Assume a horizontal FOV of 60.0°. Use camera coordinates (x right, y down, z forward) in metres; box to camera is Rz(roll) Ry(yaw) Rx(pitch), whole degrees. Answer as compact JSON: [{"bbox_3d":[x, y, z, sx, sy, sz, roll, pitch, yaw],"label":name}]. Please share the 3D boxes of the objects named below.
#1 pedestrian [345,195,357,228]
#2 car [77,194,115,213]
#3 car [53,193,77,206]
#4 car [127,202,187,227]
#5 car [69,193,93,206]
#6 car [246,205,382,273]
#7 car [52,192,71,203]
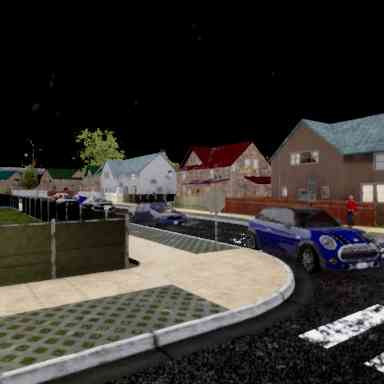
[{"bbox_3d":[7.945,1.051,16.673,0.375,1.860,0.375,1,0,-34],"label":"pedestrian"},{"bbox_3d":[-8.654,1.196,30.777,2.128,1.511,4.902,0,1,-34],"label":"car"},{"bbox_3d":[-14.932,1.149,40.118,1.994,1.385,4.181,0,1,-34],"label":"car"},{"bbox_3d":[-2.416,1.367,21.536,2.033,1.411,5.357,0,1,-34],"label":"car"},{"bbox_3d":[-15.546,1.001,46.246,1.882,1.535,5.008,0,0,-34],"label":"car"},{"bbox_3d":[3.637,1.297,10.752,2.097,1.767,4.553,0,1,-21],"label":"car"},{"bbox_3d":[-21.803,0.880,55.491,1.882,1.535,5.008,0,1,-34],"label":"car"}]
